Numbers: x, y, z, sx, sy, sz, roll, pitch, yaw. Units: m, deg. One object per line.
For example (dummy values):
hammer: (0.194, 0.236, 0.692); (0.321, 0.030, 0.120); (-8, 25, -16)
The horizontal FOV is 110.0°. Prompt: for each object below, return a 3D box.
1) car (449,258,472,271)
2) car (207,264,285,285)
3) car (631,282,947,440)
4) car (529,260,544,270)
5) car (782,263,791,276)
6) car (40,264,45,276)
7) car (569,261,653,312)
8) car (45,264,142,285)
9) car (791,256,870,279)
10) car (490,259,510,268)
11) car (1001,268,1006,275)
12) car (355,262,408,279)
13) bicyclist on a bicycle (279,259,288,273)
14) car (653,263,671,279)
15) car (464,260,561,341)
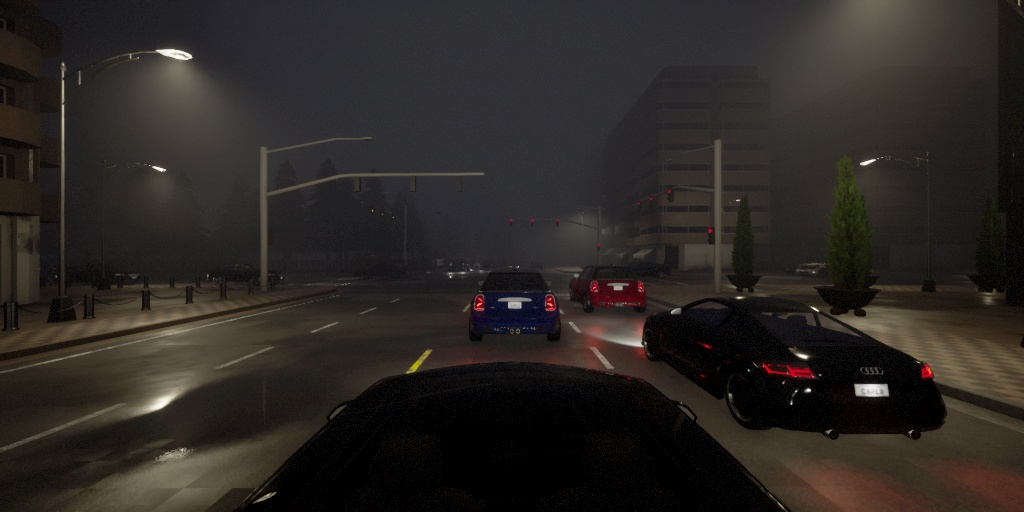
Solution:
car: (-6.936, 1.102, 47.459); (2.097, 1.767, 4.553); (0, 0, 2)
car: (-19.010, 1.297, 25.754); (4.902, 1.511, 2.128); (0, 0, 0)
car: (3.604, 1.314, 5.602); (1.994, 1.385, 4.181); (0, 0, 0)
car: (3.737, 1.297, 53.922); (2.033, 1.411, 5.357); (0, 0, 6)
car: (30.940, 1.026, 36.677); (5.566, 2.045, 2.150); (0, 0, 0)
car: (-49.538, 1.353, 36.265); (5.357, 1.411, 2.033); (0, 0, 0)
car: (3.598, 1.102, 14.242); (2.097, 1.767, 4.553); (0, 0, 0)
car: (-29.504, 1.298, 25.708); (4.902, 1.511, 2.128); (0, 0, 0)
car: (29.659, 1.026, 33.171); (5.566, 2.045, 2.150); (0, 0, 0)
car: (-2.070, 1.241, 62.040); (2.128, 1.511, 4.902); (0, 0, 15)
car: (52.776, 1.406, 36.676); (4.718, 1.301, 1.895); (0, 0, 0)
car: (-11.960, 1.321, 32.988); (4.674, 1.442, 1.812); (0, 0, 0)
bicyclist on a bicycle: (-25.635, 1.106, 40.208); (0.582, 1.620, 1.656); (0, 0, 0)
car: (12.007, 1.282, 33.092); (5.008, 1.535, 1.882); (0, 0, 0)
car: (0.078, 1.102, 10.012); (2.097, 1.767, 4.553); (0, 0, 0)
